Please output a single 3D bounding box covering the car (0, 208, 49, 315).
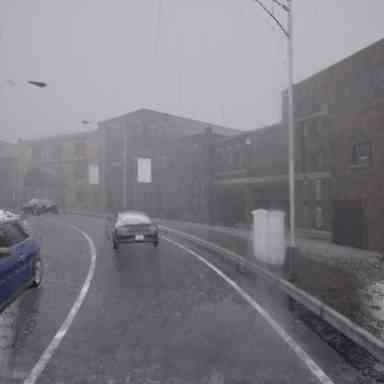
[{"bbox_3d":[-4.314,1.368,6.030,2.097,1.767,4.553,0,0,-10],"label":"car"}]

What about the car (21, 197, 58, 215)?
[{"bbox_3d":[-15.191,1.366,33.055,4.553,1.767,2.097,0,0,43],"label":"car"}]

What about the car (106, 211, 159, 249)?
[{"bbox_3d":[-2.700,1.539,14.660,1.812,1.442,4.674,0,0,-19],"label":"car"}]
